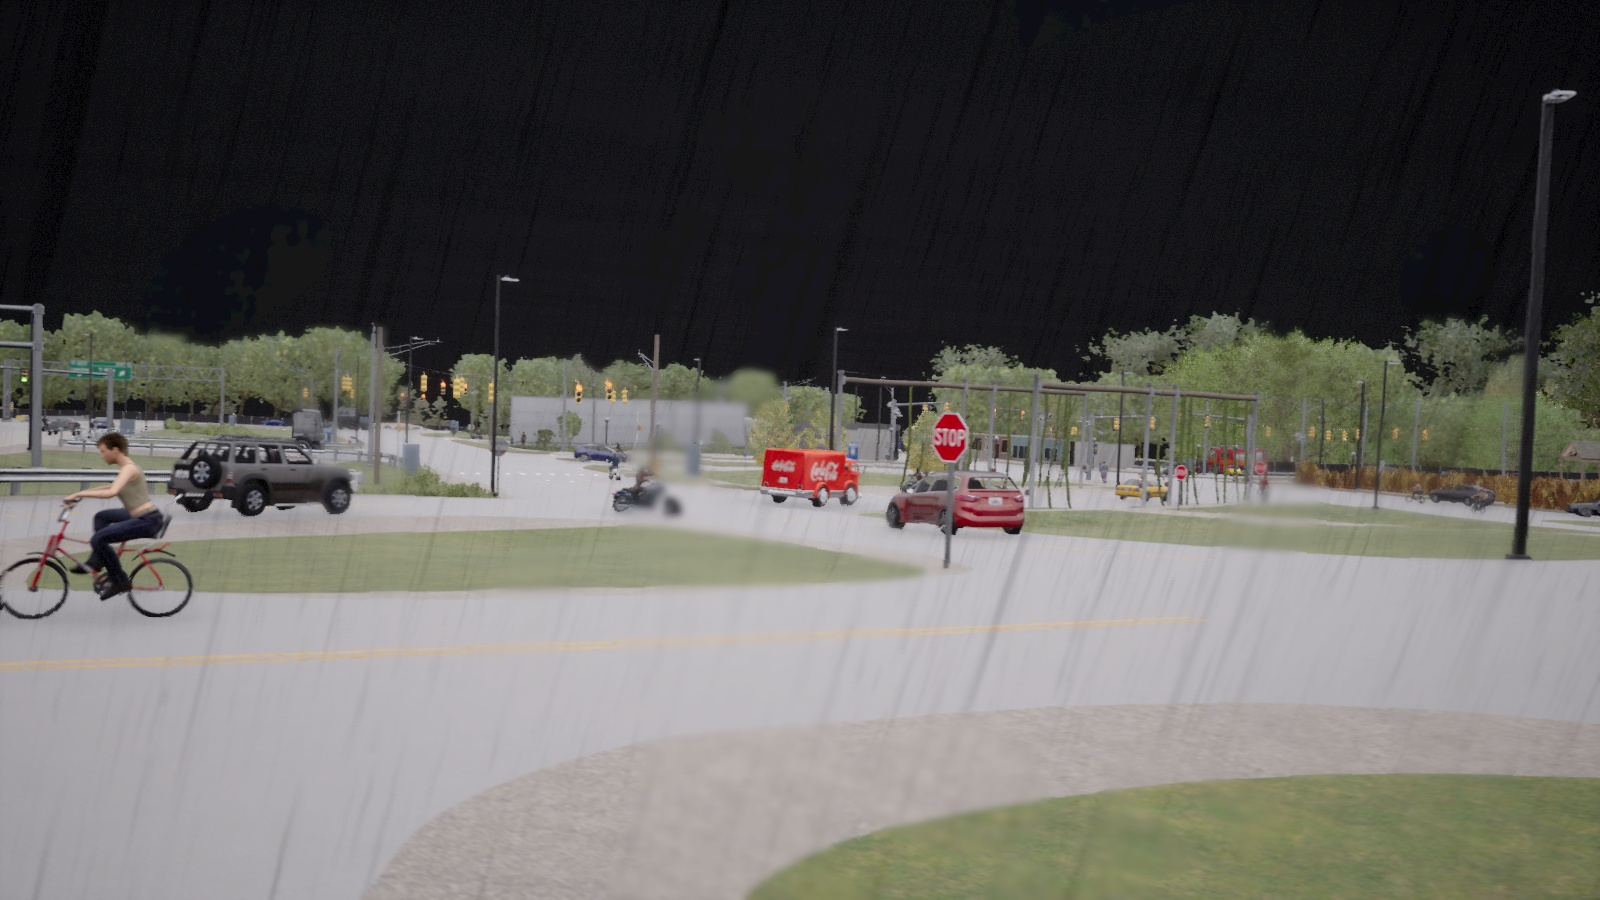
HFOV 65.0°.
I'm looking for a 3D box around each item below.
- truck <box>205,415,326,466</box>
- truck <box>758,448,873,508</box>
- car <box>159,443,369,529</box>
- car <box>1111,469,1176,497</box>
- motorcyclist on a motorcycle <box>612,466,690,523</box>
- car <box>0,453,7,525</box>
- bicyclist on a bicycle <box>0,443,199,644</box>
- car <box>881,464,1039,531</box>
[{"bbox_3d":[-38.672,-0.711,91.087,7.936,3.462,2.891,1,1,-22],"label":"truck"},{"bbox_3d":[0.745,1.232,56.403,2.627,2.467,5.204,3,1,34],"label":"truck"},{"bbox_3d":[-12.755,0.854,30.237,1.932,1.855,4.605,2,-1,21],"label":"car"},{"bbox_3d":[22.218,2.090,81.092,1.801,1.575,5.366,3,2,41],"label":"car"},{"bbox_3d":[-4.803,1.422,40.531,2.350,1.649,0.766,3,4,3],"label":"motorcyclist on a motorcycle"},{"bbox_3d":[-18.219,0.802,25.282,1.789,1.549,3.705,1,0,9],"label":"car"},{"bbox_3d":[-6.008,0.761,10.739,1.509,1.612,0.866,1,-1,-23],"label":"bicyclist on a bicycle"},{"bbox_3d":[4.206,1.250,33.890,2.242,1.667,4.611,0,-1,-22],"label":"car"}]
